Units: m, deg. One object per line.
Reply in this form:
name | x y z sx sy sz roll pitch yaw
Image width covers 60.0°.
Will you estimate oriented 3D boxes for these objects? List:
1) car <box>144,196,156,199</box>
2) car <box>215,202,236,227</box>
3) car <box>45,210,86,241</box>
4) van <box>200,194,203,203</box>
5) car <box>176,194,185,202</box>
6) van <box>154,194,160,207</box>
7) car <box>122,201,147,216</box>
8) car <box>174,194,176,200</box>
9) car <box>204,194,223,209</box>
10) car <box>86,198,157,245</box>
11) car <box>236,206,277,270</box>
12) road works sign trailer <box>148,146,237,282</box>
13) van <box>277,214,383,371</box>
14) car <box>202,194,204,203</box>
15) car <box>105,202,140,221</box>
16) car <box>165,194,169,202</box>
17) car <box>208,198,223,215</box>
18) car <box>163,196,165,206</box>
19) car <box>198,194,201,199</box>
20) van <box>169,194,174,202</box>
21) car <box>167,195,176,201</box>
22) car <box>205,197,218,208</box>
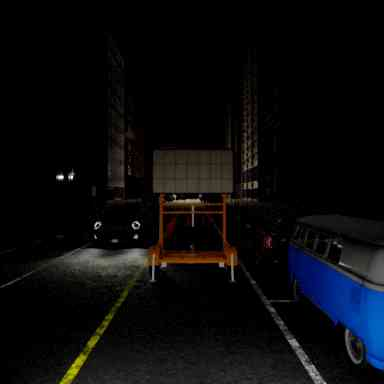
car | -5.656 1.540 38.894 1.752 1.417 4.829 0 0 0
car | 2.823 1.570 22.225 1.947 1.339 4.313 0 0 0
car | -5.717 1.568 16.626 1.947 1.339 4.313 0 0 0
van | 2.931 1.374 61.489 1.690 1.788 3.998 0 0 0
car | -2.780 1.272 80.396 2.150 2.045 5.566 0 0 0
van | -5.640 1.360 44.673 1.690 1.788 3.998 0 0 0
car | -5.671 1.593 33.454 1.802 1.307 4.206 0 0 0
car | -5.548 1.363 78.330 2.192 1.841 5.009 0 0 0
car | 2.870 1.330 39.053 2.192 1.841 5.009 0 0 0
car | -3.058 1.354 15.427 2.097 1.767 4.553 0 0 0
car | 2.793 1.441 11.007 1.967 1.590 4.097 0 0 0
road works sign trailer | 0.026 0.465 9.739 2.380 3.560 2.880 0 0 0
van | 2.778 1.341 5.398 1.690 1.788 3.998 0 0 0
car | 2.885 1.334 44.662 2.192 1.841 5.009 0 0 0
car | -5.686 1.558 27.845 2.008 1.369 4.403 0 0 0
car | -5.609 1.343 55.892 2.192 1.841 5.009 0 0 0
car | 2.854 1.593 33.444 1.802 1.307 4.206 0 0 0
car | -5.625 1.463 50.282 1.967 1.590 4.097 0 0 0
car | 2.962 1.357 72.707 2.192 1.841 5.009 0 0 0
van | -5.563 1.383 72.721 1.690 1.788 3.998 0 0 0
car | -5.517 1.610 89.548 2.008 1.369 4.403 0 0 0
car | 2.901 1.549 50.441 1.752 1.417 4.829 0 0 0
